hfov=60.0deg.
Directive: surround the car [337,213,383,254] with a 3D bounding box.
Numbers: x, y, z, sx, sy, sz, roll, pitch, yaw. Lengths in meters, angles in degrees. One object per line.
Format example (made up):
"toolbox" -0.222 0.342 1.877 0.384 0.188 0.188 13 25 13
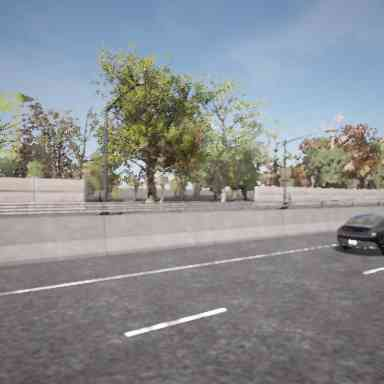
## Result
"car" 7.994 1.643 13.857 4.892 1.490 1.837 0 0 -35
